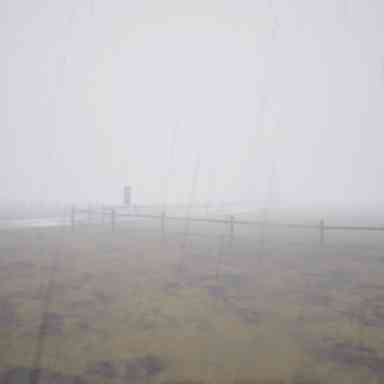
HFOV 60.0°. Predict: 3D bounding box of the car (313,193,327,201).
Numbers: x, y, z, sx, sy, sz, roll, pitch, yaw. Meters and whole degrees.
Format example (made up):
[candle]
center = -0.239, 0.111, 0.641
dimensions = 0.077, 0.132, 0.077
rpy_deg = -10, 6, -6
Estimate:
[car]
center = 33.880, 1.618, 89.210
dimensions = 2.033, 1.411, 5.357
rpy_deg = -1, 1, 36
